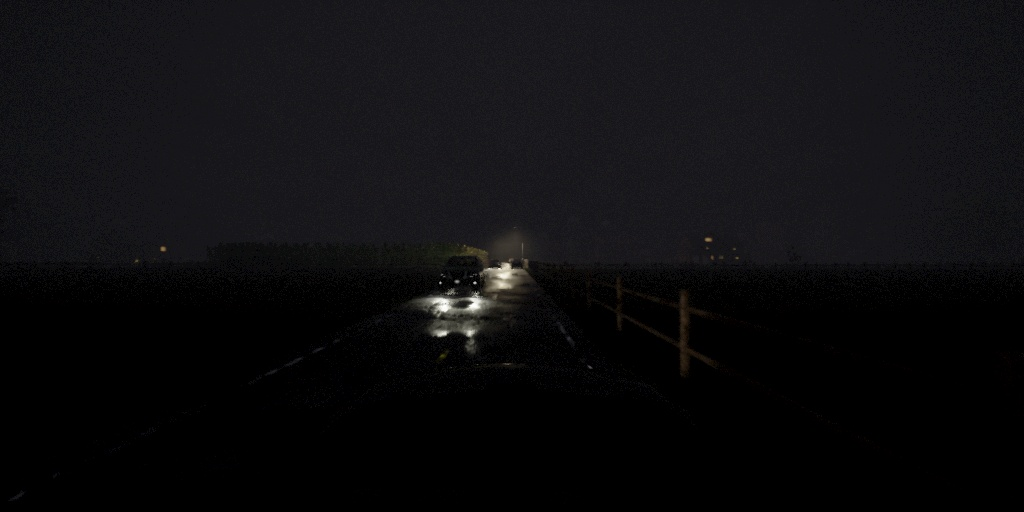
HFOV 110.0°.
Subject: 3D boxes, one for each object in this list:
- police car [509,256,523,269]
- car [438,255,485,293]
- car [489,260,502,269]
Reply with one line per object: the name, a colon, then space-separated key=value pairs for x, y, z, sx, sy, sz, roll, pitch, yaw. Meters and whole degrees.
police car: x=0.843 y=1.275 z=60.687 sx=1.930 sy=1.638 sz=5.238 roll=0 pitch=0 yaw=0
car: x=-2.843 y=0.980 z=21.322 sx=2.150 sy=2.045 sz=5.566 roll=0 pitch=0 yaw=0
car: x=-2.777 y=1.351 z=60.483 sx=1.837 sy=1.490 sz=4.892 roll=0 pitch=0 yaw=1
